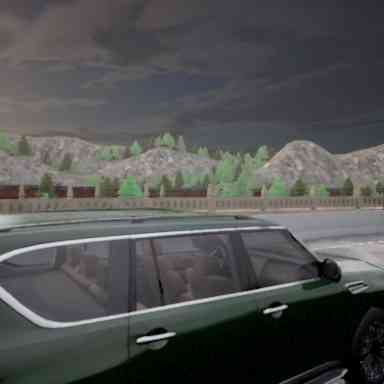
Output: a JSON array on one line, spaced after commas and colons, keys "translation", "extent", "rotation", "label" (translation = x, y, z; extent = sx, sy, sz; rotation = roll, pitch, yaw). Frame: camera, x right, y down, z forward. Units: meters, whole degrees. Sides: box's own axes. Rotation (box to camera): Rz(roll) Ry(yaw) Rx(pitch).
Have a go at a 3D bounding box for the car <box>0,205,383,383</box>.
[{"translation": [0.049, 1.203, 3.642], "extent": [5.566, 2.045, 2.150], "rotation": [0, 0, -34], "label": "car"}]
